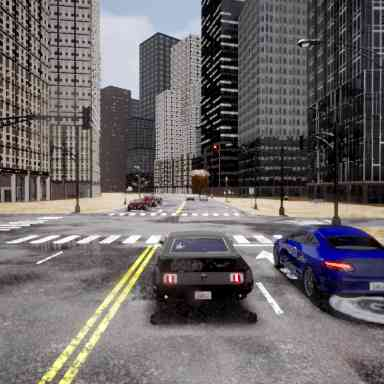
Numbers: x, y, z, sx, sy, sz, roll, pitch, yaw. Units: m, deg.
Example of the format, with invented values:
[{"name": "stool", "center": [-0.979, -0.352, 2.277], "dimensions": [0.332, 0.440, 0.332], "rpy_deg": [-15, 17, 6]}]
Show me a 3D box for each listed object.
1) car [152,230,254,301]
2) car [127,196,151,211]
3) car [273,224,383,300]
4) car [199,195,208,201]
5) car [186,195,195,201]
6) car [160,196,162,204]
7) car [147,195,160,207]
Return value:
[{"name": "car", "center": [0.111, 1.598, 8.286], "dimensions": [1.895, 1.301, 4.718], "rpy_deg": [0, 0, -3]}, {"name": "car", "center": [-6.535, 1.530, 40.350], "dimensions": [1.994, 1.385, 4.181], "rpy_deg": [0, 0, 0]}, {"name": "car", "center": [3.354, 1.523, 8.254], "dimensions": [1.812, 1.442, 4.674], "rpy_deg": [0, 0, 1]}, {"name": "car", "center": [2.822, 1.396, 80.556], "dimensions": [1.812, 1.442, 4.674], "rpy_deg": [0, 0, -4]}, {"name": "car", "center": [-0.427, 1.469, 80.443], "dimensions": [1.895, 1.301, 4.718], "rpy_deg": [0, 0, -4]}, {"name": "car", "center": [-6.502, 1.416, 60.890], "dimensions": [2.128, 1.511, 4.902], "rpy_deg": [0, 0, 0]}, {"name": "car", "center": [-6.520, 1.299, 50.599], "dimensions": [2.097, 1.767, 4.553], "rpy_deg": [0, 0, 0]}]
